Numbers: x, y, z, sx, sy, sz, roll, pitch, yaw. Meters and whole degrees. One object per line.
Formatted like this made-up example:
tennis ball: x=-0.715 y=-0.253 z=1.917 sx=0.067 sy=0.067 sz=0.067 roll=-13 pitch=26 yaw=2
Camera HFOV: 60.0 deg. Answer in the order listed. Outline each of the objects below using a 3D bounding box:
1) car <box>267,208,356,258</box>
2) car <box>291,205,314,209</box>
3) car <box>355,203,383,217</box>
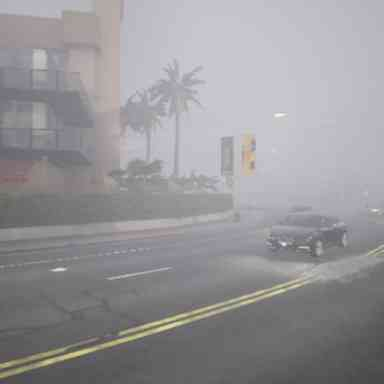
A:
car: x=4.835 y=1.607 z=13.507 sx=1.837 sy=1.490 sz=4.892 roll=0 pitch=0 yaw=42
car: x=7.741 y=1.679 z=23.405 sx=1.837 sy=1.490 sz=4.892 roll=1 pitch=0 yaw=27
car: x=18.873 y=1.864 z=35.127 sx=1.895 sy=1.301 sz=4.718 roll=0 pitch=0 yaw=8
